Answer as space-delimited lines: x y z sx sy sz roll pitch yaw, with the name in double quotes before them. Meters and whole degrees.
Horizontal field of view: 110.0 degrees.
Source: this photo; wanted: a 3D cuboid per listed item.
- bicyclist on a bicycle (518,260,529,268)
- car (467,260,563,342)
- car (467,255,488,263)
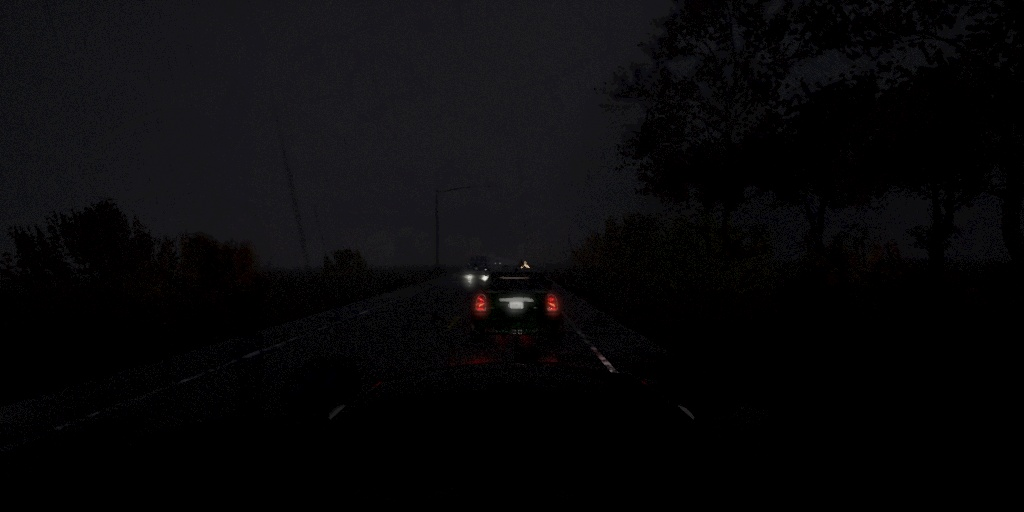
"bicyclist on a bicycle" 0.954 1.177 25.767 0.866 1.612 1.509 0 0 1
"car" 0.106 1.099 9.944 2.097 1.767 4.553 0 0 0
"car" -3.666 0.958 39.630 2.150 2.045 5.566 0 0 0
